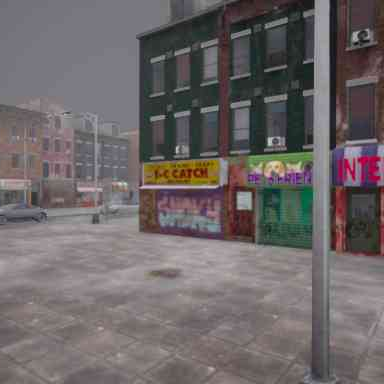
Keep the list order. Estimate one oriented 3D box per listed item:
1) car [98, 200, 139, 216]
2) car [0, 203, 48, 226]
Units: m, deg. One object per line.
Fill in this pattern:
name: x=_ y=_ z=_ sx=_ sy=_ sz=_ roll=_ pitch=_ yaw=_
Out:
car: x=-6.512 y=1.473 z=31.370 sx=1.895 sy=1.301 sz=4.718 roll=0 pitch=0 yaw=36
car: x=-12.338 y=1.489 z=23.183 sx=1.994 sy=1.385 sz=4.181 roll=0 pitch=0 yaw=35
